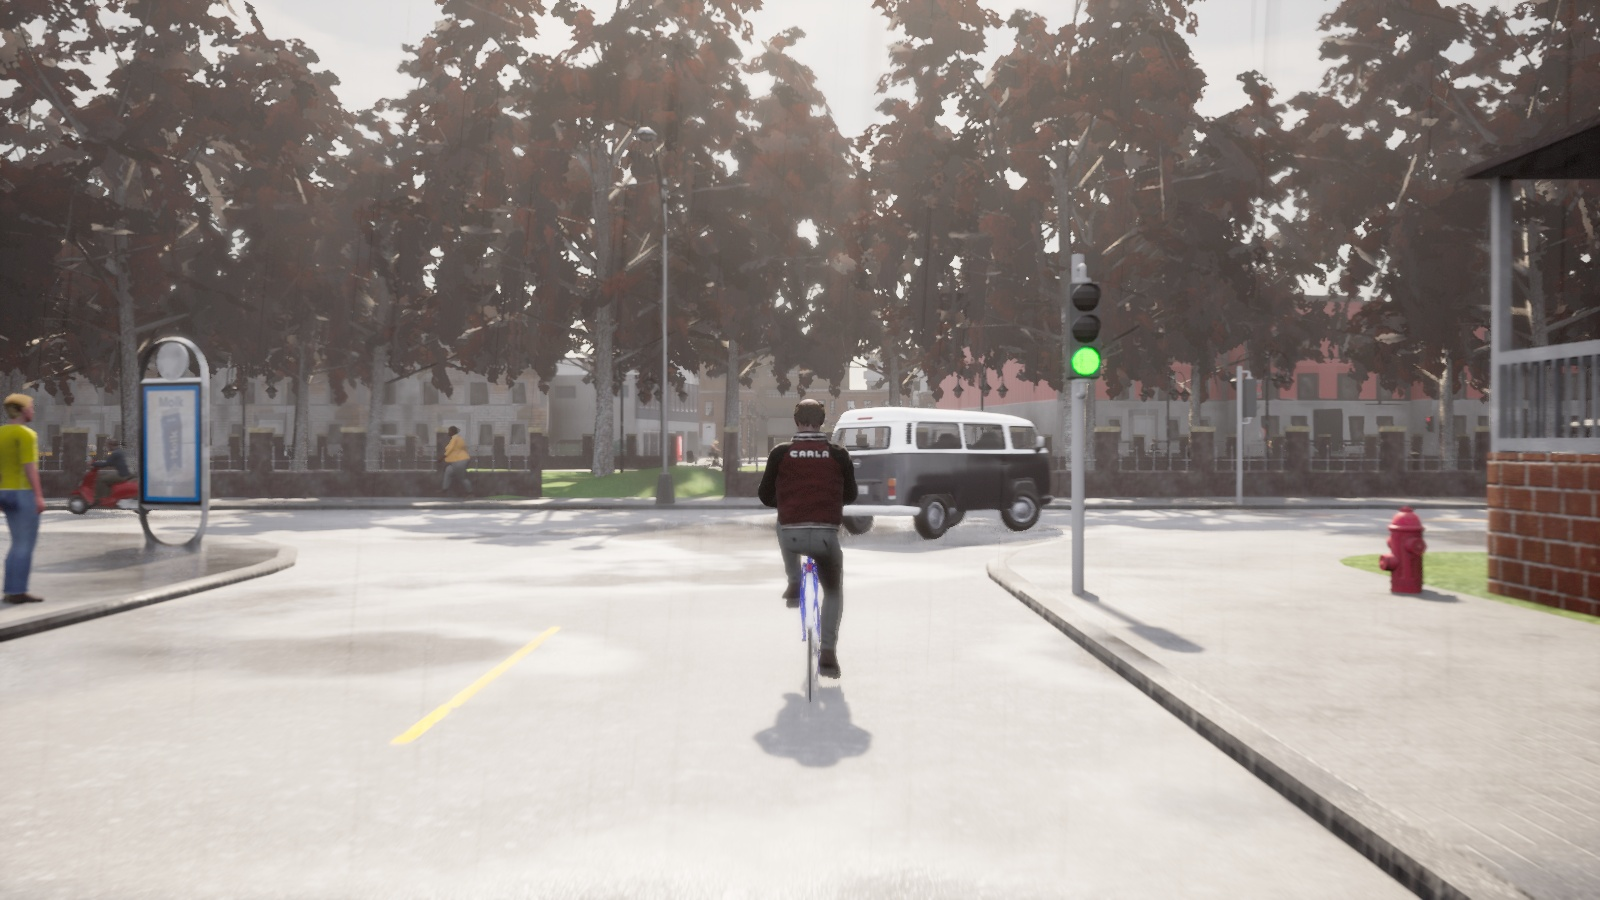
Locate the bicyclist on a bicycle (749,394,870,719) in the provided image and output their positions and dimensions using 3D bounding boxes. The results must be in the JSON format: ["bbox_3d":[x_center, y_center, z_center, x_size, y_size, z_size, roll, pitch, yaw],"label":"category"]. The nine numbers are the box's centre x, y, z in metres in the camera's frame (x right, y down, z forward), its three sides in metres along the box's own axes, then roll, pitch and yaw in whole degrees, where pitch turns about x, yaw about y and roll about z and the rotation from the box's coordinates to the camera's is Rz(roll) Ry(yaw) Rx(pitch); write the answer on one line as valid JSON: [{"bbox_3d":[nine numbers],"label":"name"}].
[{"bbox_3d":[0.059,0.573,7.782,0.659,1.776,1.843,0,1,0],"label":"bicyclist on a bicycle"}]

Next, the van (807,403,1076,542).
[{"bbox_3d":[2.425,0.354,20.703,2.069,2.038,4.480,-2,-1,44],"label":"van"}]

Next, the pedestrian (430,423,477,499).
[{"bbox_3d":[-8.627,0.274,31.297,0.900,1.855,0.874,0,0,1],"label":"pedestrian"}]

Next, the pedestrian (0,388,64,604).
[{"bbox_3d":[-6.838,0.390,10.889,0.354,1.836,0.706,0,0,31],"label":"pedestrian"}]

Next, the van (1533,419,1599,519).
[{"bbox_3d":[17.845,0.369,25.886,4.442,1.987,1.775,0,0,-2],"label":"van"}]

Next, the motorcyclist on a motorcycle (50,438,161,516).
[{"bbox_3d":[-14.339,0.543,25.947,1.817,1.590,0.866,0,0,1],"label":"motorcyclist on a motorcycle"}]

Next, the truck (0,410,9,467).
[{"bbox_3d":[-52.360,-0.700,75.393,7.936,3.462,2.891,0,0,0],"label":"truck"}]

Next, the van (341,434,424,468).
[{"bbox_3d":[-25.008,0.057,75.305,4.442,1.987,1.775,0,0,0],"label":"van"}]
